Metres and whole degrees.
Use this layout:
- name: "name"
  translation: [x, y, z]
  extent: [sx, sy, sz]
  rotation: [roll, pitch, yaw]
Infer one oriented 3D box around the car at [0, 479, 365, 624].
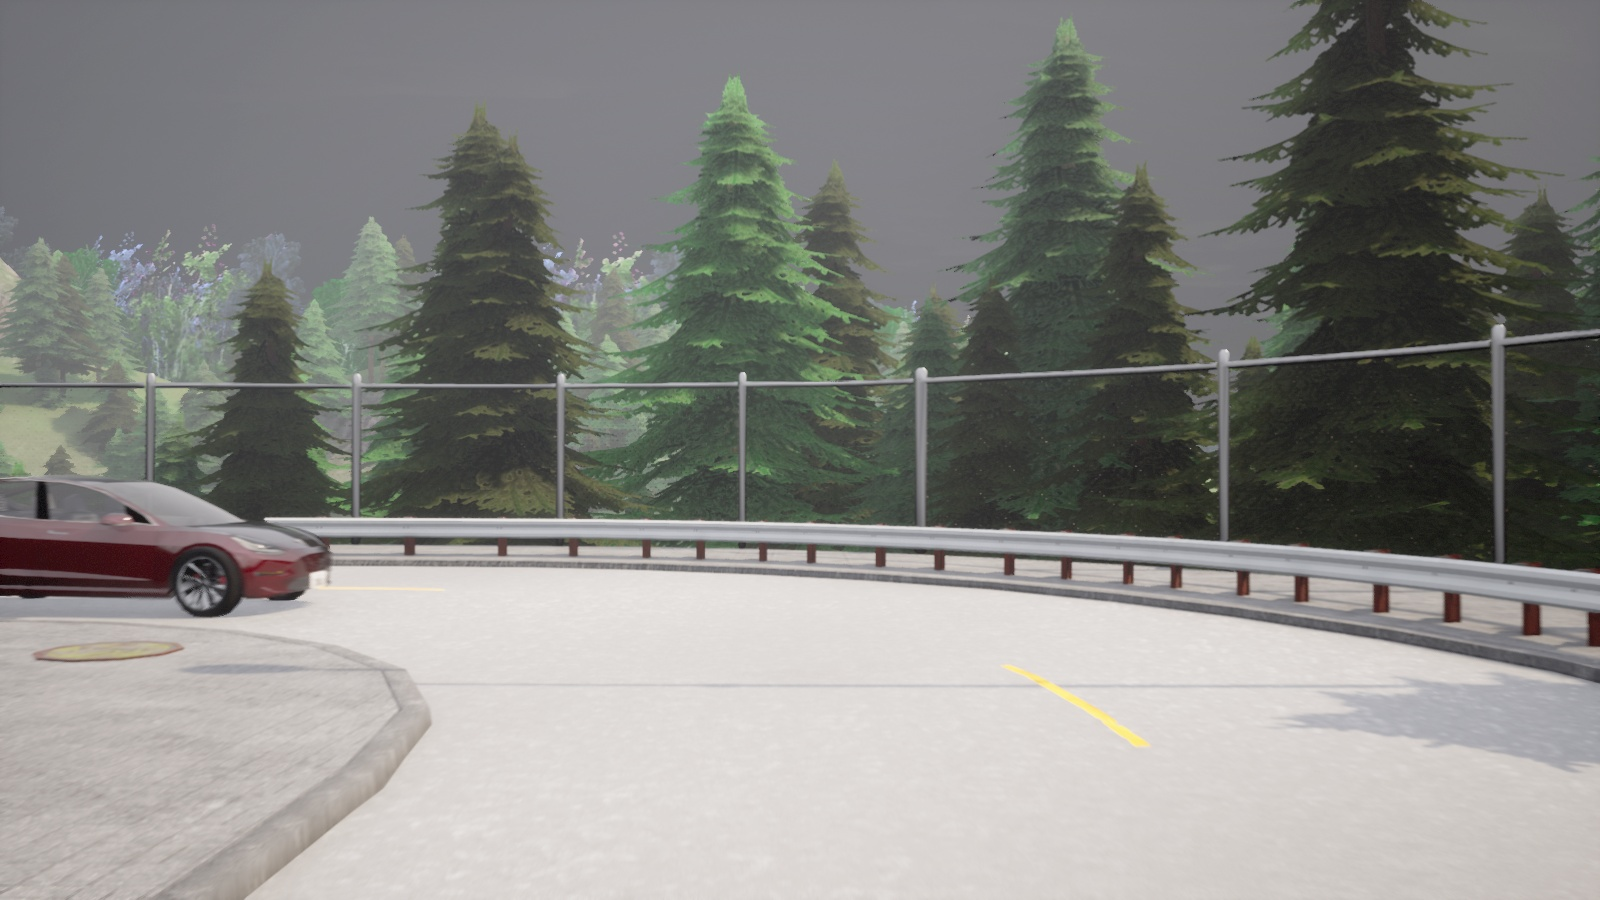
- name: "car"
  translation: [-7.695, 1.083, 14.174]
  extent: [4.792, 1.488, 2.163]
  rotation: [0, -1, 3]
